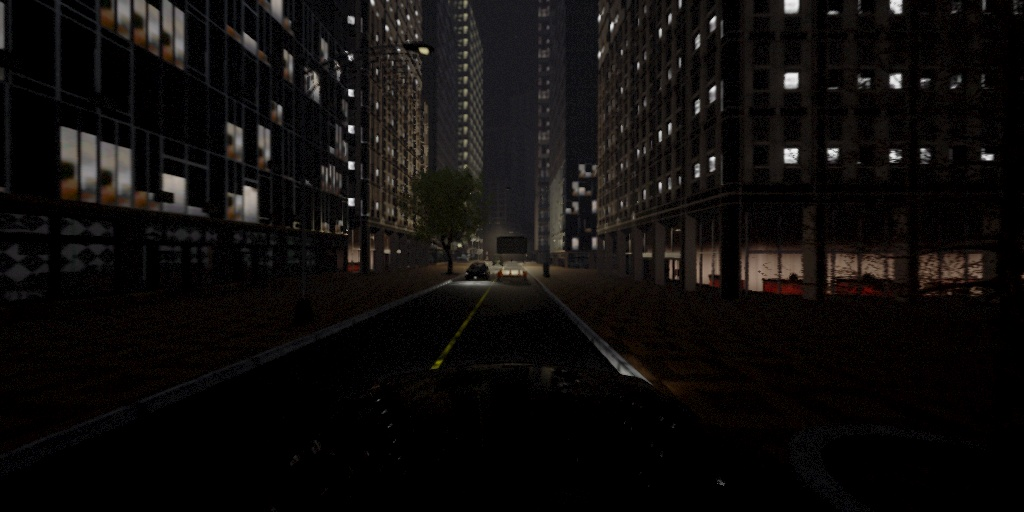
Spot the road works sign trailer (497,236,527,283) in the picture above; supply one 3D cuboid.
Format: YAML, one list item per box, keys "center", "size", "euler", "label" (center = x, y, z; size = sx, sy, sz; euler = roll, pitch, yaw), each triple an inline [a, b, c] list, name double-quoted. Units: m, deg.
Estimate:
- center: [-0.003, 0.206, 28.067]
  size: [2.380, 3.560, 2.880]
  euler: [0, 0, 0]
  label: "road works sign trailer"

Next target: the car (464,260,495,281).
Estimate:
- center: [-2.850, 1.289, 30.540]
  size: [2.033, 1.411, 5.357]
  euler: [0, 0, 0]
  label: "car"
